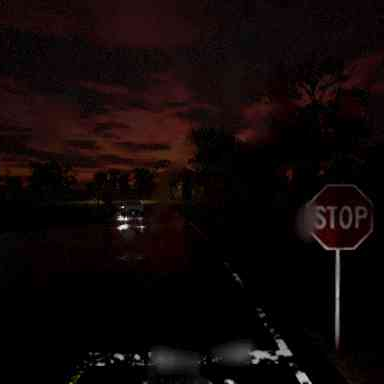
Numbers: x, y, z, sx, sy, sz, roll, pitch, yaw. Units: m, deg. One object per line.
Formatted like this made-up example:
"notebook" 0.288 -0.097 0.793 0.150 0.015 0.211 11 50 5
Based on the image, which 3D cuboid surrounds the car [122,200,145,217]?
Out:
"car" -5.381 1.485 30.661 1.812 1.442 4.674 0 0 -9
